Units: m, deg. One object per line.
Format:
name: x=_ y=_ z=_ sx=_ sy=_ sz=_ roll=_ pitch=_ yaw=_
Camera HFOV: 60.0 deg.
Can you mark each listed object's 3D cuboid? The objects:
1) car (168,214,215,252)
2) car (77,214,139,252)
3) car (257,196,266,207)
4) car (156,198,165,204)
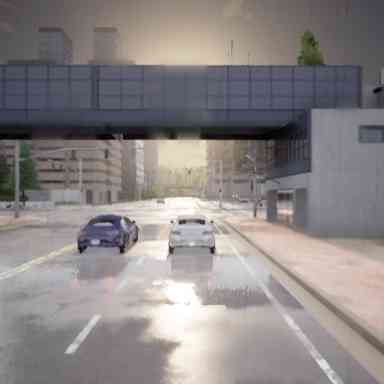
car: x=-0.002 y=1.662 z=14.375 sx=1.812 sy=1.442 sz=4.674 roll=0 pitch=0 yaw=0
car: x=-3.502 y=1.662 z=14.373 sx=1.812 sy=1.442 sz=4.674 roll=0 pitch=0 yaw=0
car: x=13.104 y=1.728 z=60.854 sx=1.932 sy=1.855 sz=4.605 roll=0 pitch=-1 yaw=0
car: x=-8.130 y=2.339 z=86.224 sx=1.812 sy=1.442 sz=4.674 roll=0 pitch=-1 yaw=0
